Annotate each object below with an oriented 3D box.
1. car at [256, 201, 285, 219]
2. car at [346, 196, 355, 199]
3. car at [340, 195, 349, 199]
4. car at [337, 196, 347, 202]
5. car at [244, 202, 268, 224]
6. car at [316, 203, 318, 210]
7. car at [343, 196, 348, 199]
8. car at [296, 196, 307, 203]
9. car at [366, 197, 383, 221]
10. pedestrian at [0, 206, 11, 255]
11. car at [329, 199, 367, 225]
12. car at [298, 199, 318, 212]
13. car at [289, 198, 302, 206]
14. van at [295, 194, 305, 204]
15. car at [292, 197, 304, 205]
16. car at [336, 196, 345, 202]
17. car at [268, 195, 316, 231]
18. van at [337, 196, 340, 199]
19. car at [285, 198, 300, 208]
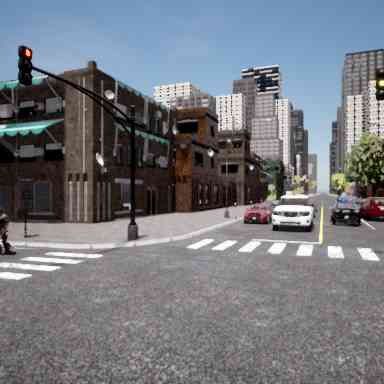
[{"bbox_3d":[7.181,1.576,29.932,1.947,1.339,4.313,0,0,22],"label":"car"},{"bbox_3d":[21.057,1.592,42.280,1.947,1.339,4.313,0,0,22],"label":"car"},{"bbox_3d":[27.136,1.631,57.700,1.802,1.307,4.206,0,0,22],"label":"car"},{"bbox_3d":[35.241,1.673,78.261,1.802,1.307,4.206,0,0,22],"label":"car"},{"bbox_3d":[5.074,1.551,24.828,1.887,1.381,4.507,0,0,22],"label":"car"},{"bbox_3d":[10.203,1.576,30.447,1.994,1.385,4.181,0,0,22],"label":"car"},{"bbox_3d":[23.083,1.583,47.421,2.008,1.369,4.403,0,0,22],"label":"car"},{"bbox_3d":[23.392,1.619,71.055,2.008,1.369,4.403,0,0,22],"label":"car"},{"bbox_3d":[14.978,1.326,26.859,2.192,1.841,5.009,0,0,22],"label":"car"},{"bbox_3d":[-7.075,1.430,12.368,0.375,1.860,0.375,0,1,21],"label":"pedestrian"},{"bbox_3d":[11.294,1.500,24.583,2.128,1.511,4.902,0,0,22],"label":"car"},{"bbox_3d":[14.055,1.568,40.035,2.033,1.411,5.357,0,0,22],"label":"car"},{"bbox_3d":[17.313,1.622,55.633,1.802,1.307,4.206,0,0,22],"label":"car"},{"bbox_3d":[21.366,1.399,65.914,1.690,1.788,3.998,0,0,22],"label":"van"},{"bbox_3d":[19.277,1.573,60.616,1.752,1.417,4.829,0,0,22],"label":"car"},{"bbox_3d":[37.268,1.668,83.403,1.947,1.339,4.313,0,0,22],"label":"car"},{"bbox_3d":[6.499,1.227,21.103,2.150,2.045,5.566,0,0,22],"label":"car"},{"bbox_3d":[31.189,1.410,67.982,1.690,1.788,3.998,0,0,22],"label":"van"},{"bbox_3d":[15.287,1.614,50.494,1.802,1.307,4.206,0,0,22],"label":"car"}]
